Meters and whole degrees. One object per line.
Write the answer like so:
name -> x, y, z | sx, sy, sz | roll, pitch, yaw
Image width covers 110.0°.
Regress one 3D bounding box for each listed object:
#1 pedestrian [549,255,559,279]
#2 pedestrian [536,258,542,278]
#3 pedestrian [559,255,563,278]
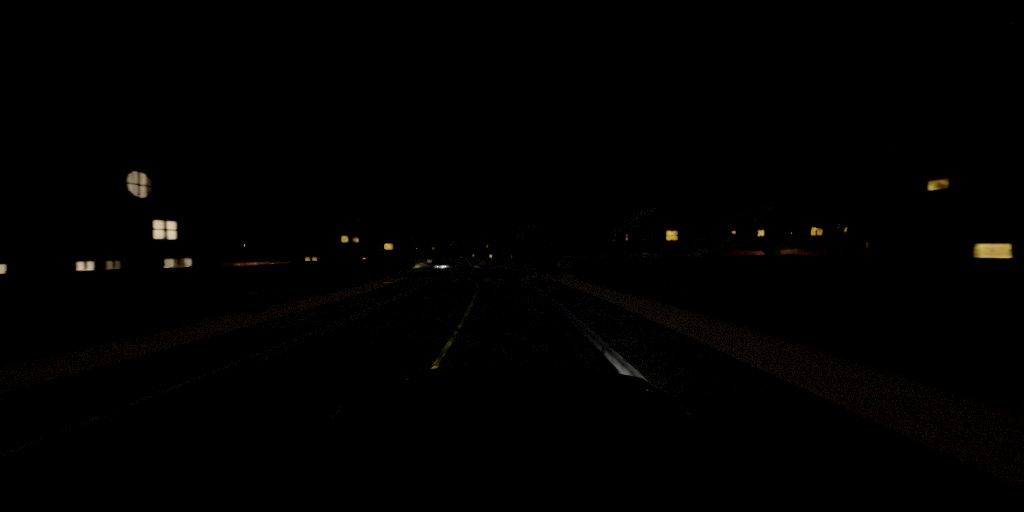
pedestrian -> 3.114, 0.781, 27.019 | 0.375, 1.860, 0.375 | -1, 1, -6
pedestrian -> 2.144, 0.791, 28.122 | 0.375, 1.860, 0.375 | -1, 1, -6
pedestrian -> 3.654, 0.792, 27.681 | 0.375, 1.860, 0.375 | -1, 1, -6
